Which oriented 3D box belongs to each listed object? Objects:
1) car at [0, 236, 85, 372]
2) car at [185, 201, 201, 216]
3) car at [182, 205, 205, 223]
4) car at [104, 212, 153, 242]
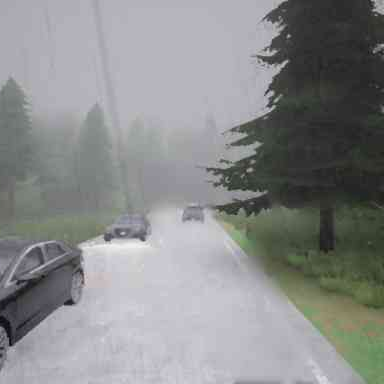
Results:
[{"bbox_3d":[-3.272,1.561,5.491,2.128,1.511,4.902,0,-1,0],"label":"car"},{"bbox_3d":[0.183,1.989,40.993,1.882,1.535,5.008,0,0,1],"label":"car"},{"bbox_3d":[0.112,1.960,28.730,1.895,1.301,4.718,0,-1,0],"label":"car"},{"bbox_3d":[-3.257,1.784,17.695,1.994,1.385,4.181,0,-1,0],"label":"car"}]
